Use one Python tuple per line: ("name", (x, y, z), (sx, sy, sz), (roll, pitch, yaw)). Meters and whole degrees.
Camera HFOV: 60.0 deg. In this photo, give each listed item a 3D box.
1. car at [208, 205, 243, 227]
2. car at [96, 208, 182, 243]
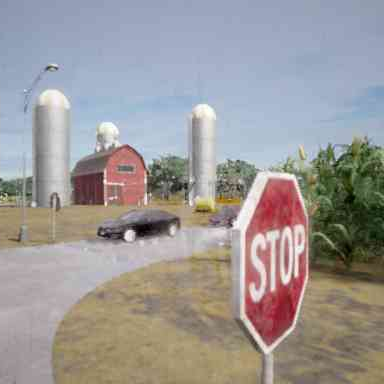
("car", (3.090, 1.733, 25.005), (1.837, 1.490, 4.892), (0, 0, 37))
("car", (-2.627, 1.648, 17.417), (1.882, 1.535, 5.008), (0, 0, 38))
